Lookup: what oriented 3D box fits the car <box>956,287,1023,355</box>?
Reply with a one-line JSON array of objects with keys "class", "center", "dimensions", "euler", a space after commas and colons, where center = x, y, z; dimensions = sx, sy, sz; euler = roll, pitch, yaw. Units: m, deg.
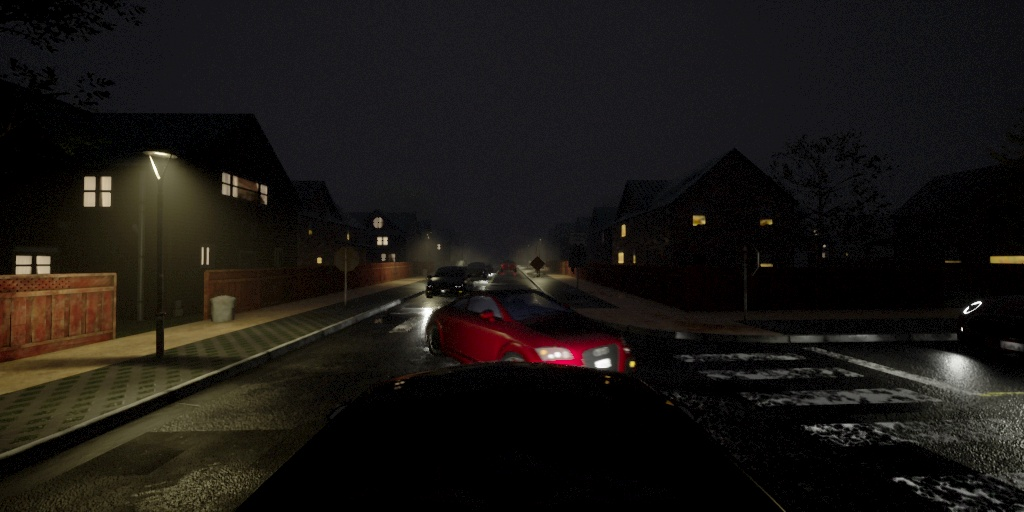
[{"class": "car", "center": [11.293, 1.027, 6.599], "dimensions": [4.553, 1.767, 2.097], "euler": [0, -1, -2]}]

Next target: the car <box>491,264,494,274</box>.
[{"class": "car", "center": [-3.357, 1.484, 45.014], "dimensions": [1.994, 1.385, 4.181], "euler": [0, 0, 0]}]

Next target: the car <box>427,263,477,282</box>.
[{"class": "car", "center": [-3.044, 1.282, 18.161], "dimensions": [1.837, 1.490, 4.892], "euler": [0, 0, -1]}]

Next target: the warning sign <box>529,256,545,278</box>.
[{"class": "warning sign", "center": [2.169, 0.945, 30.298], "dimensions": [1.300, 1.860, 1.060], "euler": [0, 0, -1]}]

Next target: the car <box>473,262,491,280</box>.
[{"class": "car", "center": [-3.233, 1.323, 33.128], "dimensions": [1.882, 1.535, 5.008], "euler": [0, -1, 0]}]

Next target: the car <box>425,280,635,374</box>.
[{"class": "car", "center": [0.051, 1.320, 6.553], "dimensions": [1.994, 1.385, 4.181], "euler": [0, 0, -37]}]

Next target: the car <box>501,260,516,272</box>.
[{"class": "car", "center": [-0.504, 1.310, 50.278], "dimensions": [2.097, 1.767, 4.553], "euler": [0, 0, -2]}]
